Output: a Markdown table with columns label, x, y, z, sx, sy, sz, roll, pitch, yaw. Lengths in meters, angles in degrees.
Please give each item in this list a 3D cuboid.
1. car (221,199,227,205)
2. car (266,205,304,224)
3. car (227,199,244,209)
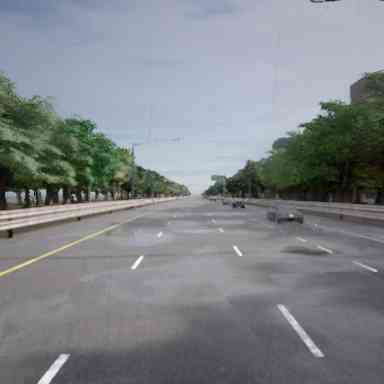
| label | x | y | z | sx | sy | sz | roll | pitch | yaw |
| --- | --- | --- | --- | --- | --- | --- | --- | --- | --- |
| car | 7.270 | 2.095 | 70.494 | 2.033 | 1.411 | 5.357 | 0 | -1 | 0 |
| car | 7.036 | 1.660 | 25.528 | 1.994 | 1.385 | 4.181 | 0 | 0 | 0 |
| car | 7.151 | 1.865 | 52.812 | 1.837 | 1.490 | 4.892 | 0 | -1 | 0 |
